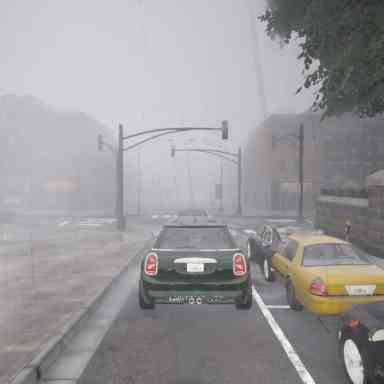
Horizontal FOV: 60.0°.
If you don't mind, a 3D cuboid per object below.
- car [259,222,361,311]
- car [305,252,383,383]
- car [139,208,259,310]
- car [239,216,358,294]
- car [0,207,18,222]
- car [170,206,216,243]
[{"bbox_3d":[2.685,1.524,7.605,1.752,1.417,4.829,-1,0,0],"label":"car"},{"bbox_3d":[2.625,1.550,2.443,2.008,1.369,4.403,-1,0,0],"label":"car"},{"bbox_3d":[0.077,1.350,7.986,2.097,1.767,4.553,0,0,0],"label":"car"},{"bbox_3d":[2.665,1.549,9.579,2.008,1.369,4.403,-1,0,0],"label":"car"},{"bbox_3d":[-14.725,1.427,23.081,4.892,1.490,1.837,1,1,0],"label":"car"},{"bbox_3d":[0.036,1.556,17.421,2.033,1.411,5.357,0,0,0],"label":"car"}]
